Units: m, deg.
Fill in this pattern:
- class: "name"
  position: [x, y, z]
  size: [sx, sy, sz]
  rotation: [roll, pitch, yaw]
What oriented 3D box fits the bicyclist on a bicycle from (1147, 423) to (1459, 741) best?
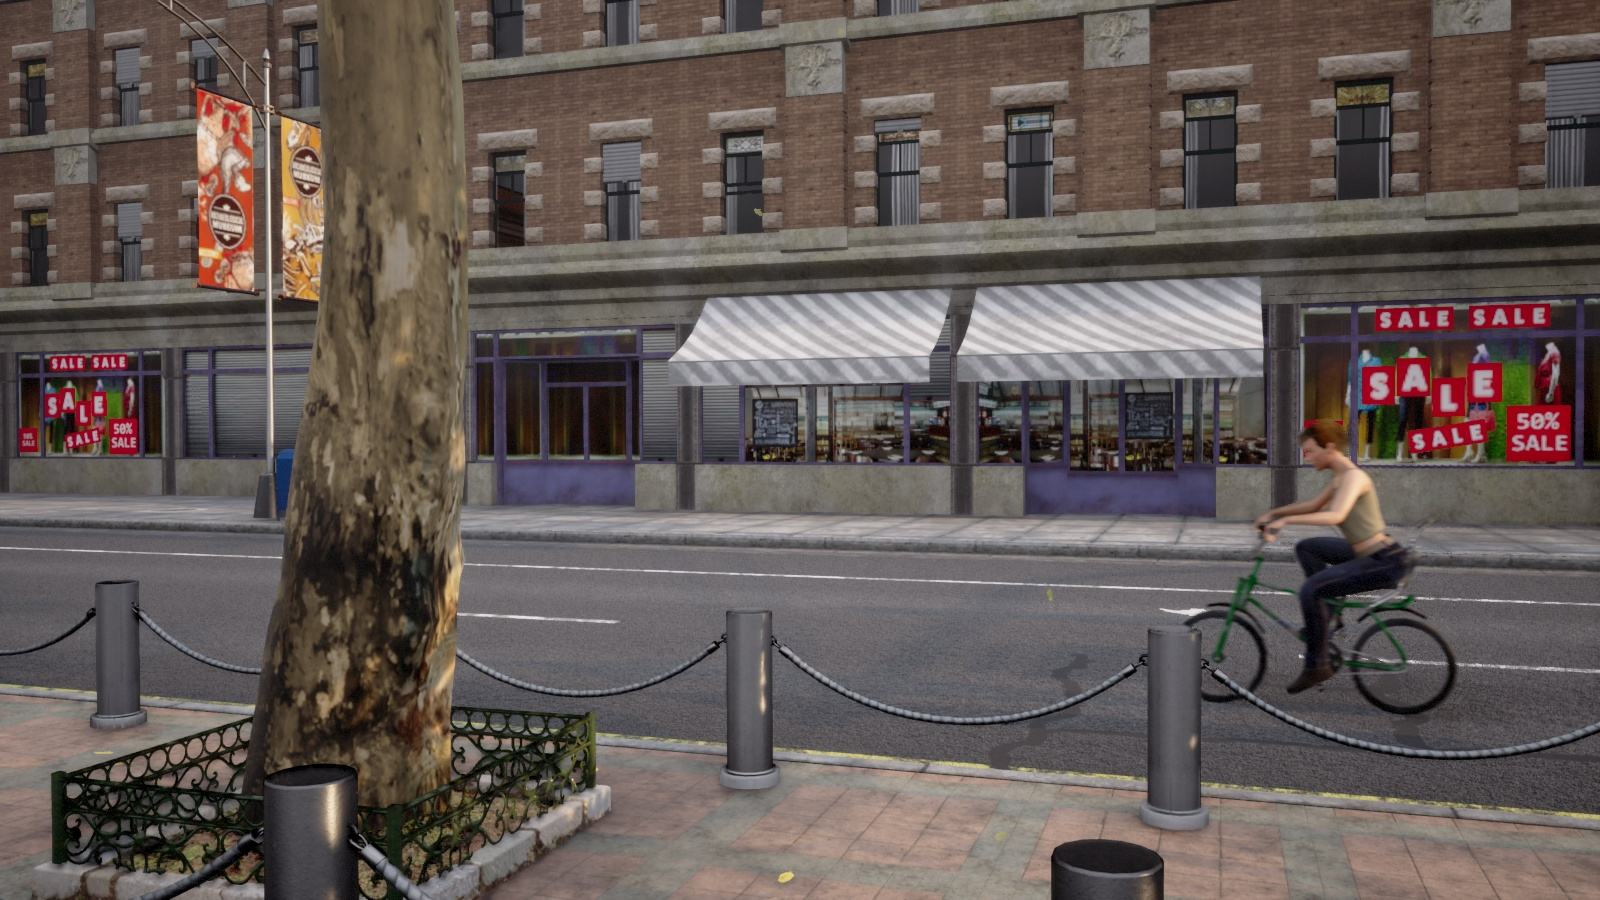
- class: "bicyclist on a bicycle"
  position: [2.754, 0.661, 7.013]
  size: [1.509, 1.612, 0.866]
  rotation: [1, 1, 19]
